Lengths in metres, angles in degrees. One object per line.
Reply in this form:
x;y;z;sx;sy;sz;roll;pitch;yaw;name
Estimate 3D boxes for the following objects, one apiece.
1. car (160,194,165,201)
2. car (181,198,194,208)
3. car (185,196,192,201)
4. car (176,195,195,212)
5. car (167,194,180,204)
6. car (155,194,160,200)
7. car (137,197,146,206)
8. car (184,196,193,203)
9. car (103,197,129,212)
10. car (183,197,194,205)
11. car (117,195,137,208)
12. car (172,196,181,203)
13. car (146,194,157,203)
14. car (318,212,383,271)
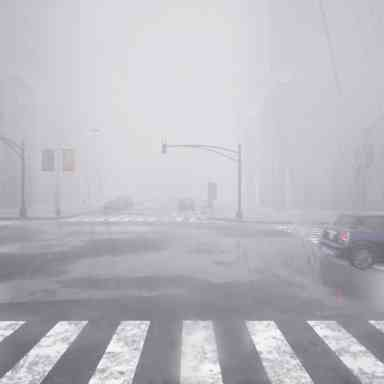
-9.376;1.695;93.162;1.887;1.381;4.507;0;0;0;car
-0.621;1.614;49.795;1.802;1.307;4.206;0;0;0;car
-0.852;1.695;93.195;1.887;1.381;4.507;0;0;0;car
-0.564;1.448;38.946;1.967;1.590;4.097;0;0;0;car
-3.366;1.576;65.713;1.837;1.490;4.892;0;0;0;car
-9.291;1.417;76.885;2.192;1.841;5.009;0;0;0;car
-9.174;1.570;55.011;1.752;1.417;4.829;0;0;0;car
-0.737;1.612;71.665;1.752;1.417;4.829;0;0;0;car
-9.088;1.574;38.903;1.947;1.339;4.313;0;0;0;car
-0.679;1.603;60.645;1.887;1.381;4.507;0;0;0;car
-9.118;1.335;44.330;2.192;1.841;5.009;0;0;0;car
-3.518;1.651;75.798;1.994;1.385;4.181;0;0;0;car
-9.261;1.668;71.459;1.802;1.307;4.206;0;0;0;car
6.675;1.480;10.897;4.553;1.767;2.097;1;0;0;car
